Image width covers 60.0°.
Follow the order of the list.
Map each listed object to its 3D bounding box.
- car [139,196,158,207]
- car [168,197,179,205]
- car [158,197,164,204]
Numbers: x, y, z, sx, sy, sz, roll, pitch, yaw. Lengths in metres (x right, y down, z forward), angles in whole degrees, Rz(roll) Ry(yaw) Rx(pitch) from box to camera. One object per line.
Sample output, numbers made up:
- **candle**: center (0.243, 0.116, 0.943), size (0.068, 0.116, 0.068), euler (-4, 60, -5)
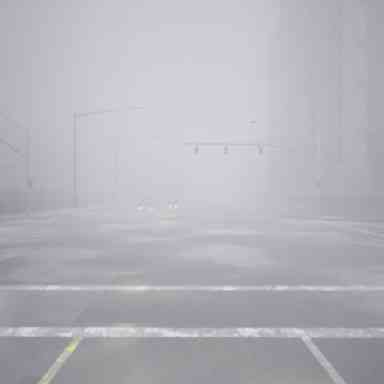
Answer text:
- **car**: center (-6.929, 1.411, 51.628), size (2.097, 1.767, 4.553), euler (0, 0, 1)
- **car**: center (-3.338, 1.575, 60.550), size (2.128, 1.511, 4.902), euler (0, 0, 1)
- **car**: center (-6.672, 1.638, 67.505), size (2.033, 1.411, 5.357), euler (0, 0, 1)
